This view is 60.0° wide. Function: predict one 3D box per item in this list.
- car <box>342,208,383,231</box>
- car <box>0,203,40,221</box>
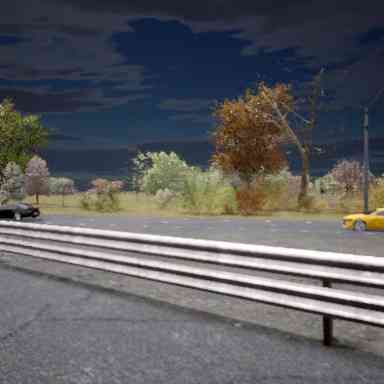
[{"bbox_3d":[12.775,1.819,22.235,5.008,1.535,1.882,0,0,14],"label":"car"},{"bbox_3d":[-15.919,1.695,29.403,5.008,1.535,1.882,0,0,14],"label":"car"}]
